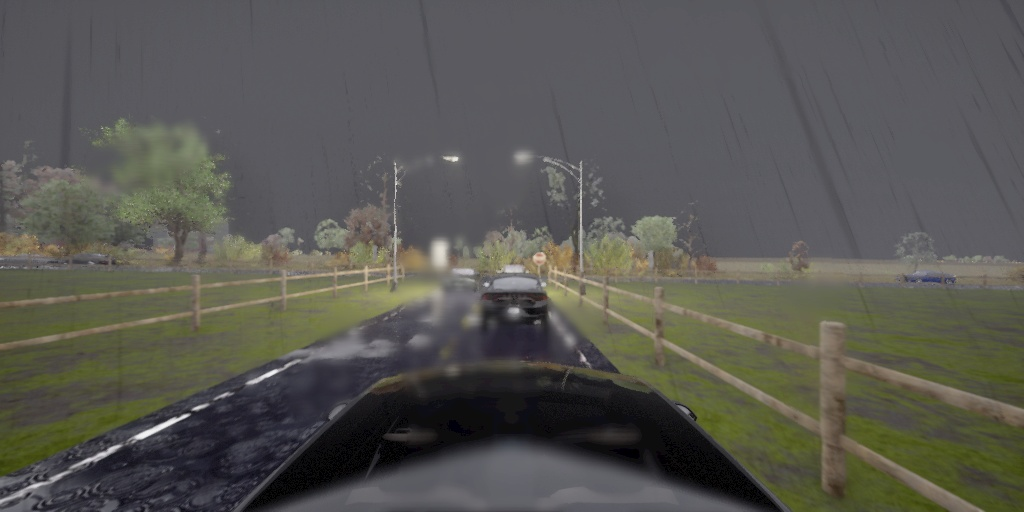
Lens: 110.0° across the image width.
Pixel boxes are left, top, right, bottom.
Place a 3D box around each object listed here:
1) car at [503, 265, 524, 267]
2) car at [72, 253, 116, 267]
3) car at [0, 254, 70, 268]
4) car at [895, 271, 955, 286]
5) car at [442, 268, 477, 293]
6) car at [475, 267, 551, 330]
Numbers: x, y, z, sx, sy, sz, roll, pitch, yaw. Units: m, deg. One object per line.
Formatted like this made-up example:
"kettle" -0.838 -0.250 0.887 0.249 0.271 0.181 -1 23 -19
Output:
"car" 0.083 1.325 22.798 2.128 1.511 4.902 0 0 -1
"car" -45.643 0.432 38.520 4.892 1.490 1.837 1 0 0
"car" -47.517 0.474 35.687 4.181 1.385 1.994 1 0 1
"car" 44.149 2.318 38.388 5.008 1.535 1.882 1 0 1
"car" -2.794 1.392 21.054 1.994 1.385 4.181 0 0 1
"car" 0.105 1.265 11.347 1.882 1.535 5.008 0 -1 0
